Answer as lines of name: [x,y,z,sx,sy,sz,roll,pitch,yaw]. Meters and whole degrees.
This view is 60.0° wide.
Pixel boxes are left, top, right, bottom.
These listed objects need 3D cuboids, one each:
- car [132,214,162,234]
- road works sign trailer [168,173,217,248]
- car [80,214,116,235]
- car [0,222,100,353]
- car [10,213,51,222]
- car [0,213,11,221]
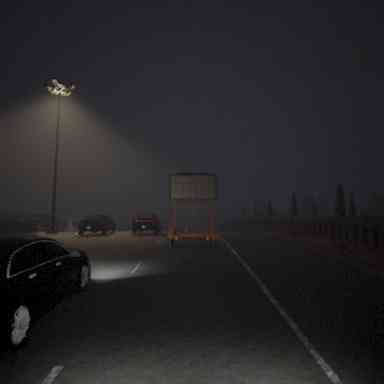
car: [-3.394,2.438,25.654,2.128,1.511,4.902,0,-5,0]
road works sign trailer: [0.064,0.830,16.744,2.380,3.560,2.880,0,-3,3]
car: [-6.895,2.382,24.531,1.812,1.442,4.674,0,-4,0]
car: [-3.399,1.574,6.228,1.837,1.490,4.892,0,-1,0]
car: [-17.589,3.381,37.433,2.150,2.045,5.566,0,-7,0]
car: [-21.085,3.367,37.318,2.150,2.045,5.566,0,-7,0]
